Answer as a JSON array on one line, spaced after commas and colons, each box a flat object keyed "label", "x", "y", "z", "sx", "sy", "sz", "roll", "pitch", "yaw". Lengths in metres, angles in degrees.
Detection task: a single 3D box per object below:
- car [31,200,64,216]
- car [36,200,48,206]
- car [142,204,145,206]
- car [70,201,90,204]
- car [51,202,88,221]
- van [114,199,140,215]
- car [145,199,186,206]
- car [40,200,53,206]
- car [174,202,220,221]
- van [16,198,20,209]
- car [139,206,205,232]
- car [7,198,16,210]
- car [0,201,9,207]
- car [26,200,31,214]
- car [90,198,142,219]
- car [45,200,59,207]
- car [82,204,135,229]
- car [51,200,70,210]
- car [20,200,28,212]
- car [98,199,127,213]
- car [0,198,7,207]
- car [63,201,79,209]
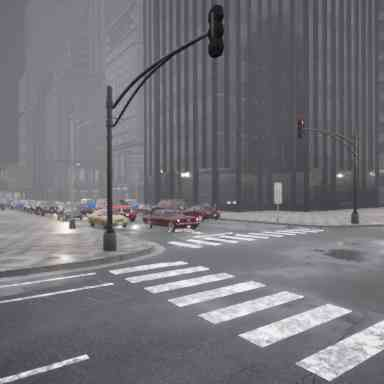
[{"label": "car", "x": -17.644, "y": 1.900, "z": 40.485, "sx": 2.192, "sy": 1.841, "sz": 5.009, "roll": -1, "pitch": 0, "yaw": -35}, {"label": "car", "x": -37.683, "y": 2.709, "z": 83.455, "sx": 2.008, "sy": 1.369, "sz": 4.403, "roll": -1, "pitch": 0, "yaw": -35}, {"label": "car", "x": -5.246, "y": 2.004, "z": 37.779, "sx": 1.802, "sy": 1.307, "sz": 4.206, "roll": -1, "pitch": 0, "yaw": -35}, {"label": "car", "x": -12.947, "y": 2.063, "z": 38.503, "sx": 2.033, "sy": 1.411, "sz": 5.357, "roll": 0, "pitch": -1, "yaw": -35}, {"label": "car", "x": -11.983, "y": 2.004, "z": 32.517, "sx": 2.008, "sy": 1.369, "sz": 4.403, "roll": -1, "pitch": 0, "yaw": -35}, {"label": "van", "x": -8.191, "y": 1.832, "z": 41.931, "sx": 1.690, "sy": 1.788, "sz": 3.998, "roll": -1, "pitch": 0, "yaw": -35}, {"label": "car", "x": -2.312, "y": 1.668, "z": 33.627, "sx": 2.192, "sy": 1.841, "sz": 5.009, "roll": -1, "pitch": 0, "yaw": -35}, {"label": "car", "x": -34.672, "y": 2.660, "z": 79.213, "sx": 1.947, "sy": 1.339, "sz": 4.313, "roll": -1, "pitch": 0, "yaw": -35}, {"label": "car", "x": 0.633, "y": 1.828, "z": 29.475, "sx": 1.887, "sy": 1.381, "sz": 4.507, "roll": -1, "pitch": 0, "yaw": -35}, {"label": "van", "x": -26.127, "y": 2.122, "z": 52.438, "sx": 1.690, "sy": 1.788, "sz": 3.998, "roll": -1, "pitch": 0, "yaw": -35}, {"label": "car", "x": -1.472, "y": 1.846, "z": 22.326, "sx": 1.895, "sy": 1.301, "sz": 4.718, "roll": 0, "pitch": -1, "yaw": -35}, {"label": "car", "x": -31.884, "y": 2.353, "z": 60.552, "sx": 1.967, "sy": 1.590, "sz": 4.097, "roll": -1, "pitch": 0, "yaw": -35}, {"label": "car", "x": -44.331, "y": 2.770, "z": 78.093, "sx": 1.802, "sy": 1.307, "sz": 4.206, "roll": -1, "pitch": 0, "yaw": -35}, {"label": "car", "x": -20.467, "y": 2.196, "z": 44.469, "sx": 1.887, "sy": 1.381, "sz": 4.507, "roll": -1, "pitch": 0, "yaw": -35}, {"label": "car", "x": -7.024, "y": 1.598, "z": 30.150, "sx": 2.150, "sy": 2.045, "sz": 5.566, "roll": 0, "pitch": -1, "yaw": -35}, {"label": "car", "x": -31.660, "y": 2.594, "z": 74.970, "sx": 1.947, "sy": 1.339, "sz": 4.313, "roll": -1, "pitch": 0, "yaw": -35}, {"label": "car", "x": -6.229, "y": 1.843, "z": 24.410, "sx": 1.752, "sy": 1.417, "sz": 4.829, "roll": -1, "pitch": 0, "yaw": -35}, {"label": "car", "x": -22.989, "y": 2.270, "z": 57.995, "sx": 1.882, "sy": 1.535, "sz": 5.008, "roll": 0, "pitch": -1, "yaw": -35}, {"label": "car", "x": -23.297, "y": 2.156, "z": 48.453, "sx": 1.967, "sy": 1.590, "sz": 4.097, "roll": -1, "pitch": 0, "yaw": -35}, {"label": "car", "x": -11.131, "y": 1.874, "z": 46.082, "sx": 2.192, "sy": 1.841, "sz": 5.009, "roll": -1, "pitch": 0, "yaw": -35}, {"label": "car", "x": -41.219, "y": 2.666, "z": 73.708, "sx": 1.887, "sy": 1.381, "sz": 4.507, "roll": -1, "pitch": 0, "yaw": -35}, {"label": "car", "x": -22.627, "y": 2.406, "z": 62.244, "sx": 1.802, "sy": 1.307, "sz": 4.206, "roll": -1, "pitch": 0, "yaw": -35}]
